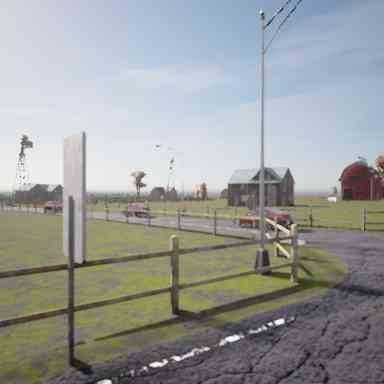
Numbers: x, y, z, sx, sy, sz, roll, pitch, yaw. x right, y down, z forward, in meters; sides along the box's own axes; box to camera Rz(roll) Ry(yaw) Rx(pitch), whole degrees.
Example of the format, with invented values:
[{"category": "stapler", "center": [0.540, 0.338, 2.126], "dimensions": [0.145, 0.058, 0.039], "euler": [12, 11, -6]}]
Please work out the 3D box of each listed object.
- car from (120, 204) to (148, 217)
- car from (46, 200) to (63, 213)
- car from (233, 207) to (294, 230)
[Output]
[{"category": "car", "center": [-6.479, 2.047, 37.815], "dimensions": [1.812, 1.442, 4.674], "euler": [0, -1, -39]}, {"category": "car", "center": [-20.234, 2.125, 49.503], "dimensions": [2.097, 1.767, 4.553], "euler": [0, -1, -43]}, {"category": "car", "center": [4.819, 1.776, 22.954], "dimensions": [1.812, 1.442, 4.674], "euler": [0, -1, -35]}]
